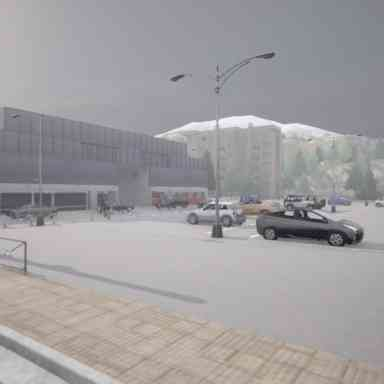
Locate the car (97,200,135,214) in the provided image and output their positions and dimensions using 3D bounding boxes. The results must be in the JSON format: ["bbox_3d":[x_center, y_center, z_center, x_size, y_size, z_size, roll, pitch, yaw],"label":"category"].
[{"bbox_3d":[-8.805,1.665,38.616,2.128,1.511,4.902,0,0,35],"label":"car"}]

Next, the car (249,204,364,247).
[{"bbox_3d":[5.143,1.489,14.850,4.514,1.523,2.007,0,0,35],"label":"car"}]

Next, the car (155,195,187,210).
[{"bbox_3d":[-2.776,1.395,47.067,2.150,2.045,5.566,0,0,36],"label":"car"}]

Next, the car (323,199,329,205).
[{"bbox_3d":[13.727,1.288,40.375,4.605,1.855,1.932,0,0,35],"label":"car"}]

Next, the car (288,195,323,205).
[{"bbox_3d":[12.380,1.267,37.767,3.866,1.878,1.905,0,0,35],"label":"car"}]

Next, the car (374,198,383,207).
[{"bbox_3d":[28.925,1.575,48.718,3.806,1.475,1.970,0,0,35],"label":"car"}]

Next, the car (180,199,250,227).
[{"bbox_3d":[1.518,1.423,21.918,3.806,1.475,1.970,0,0,35],"label":"car"}]

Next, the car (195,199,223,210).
[{"bbox_3d":[2.533,1.774,48.192,1.895,1.301,4.718,0,0,35],"label":"car"}]

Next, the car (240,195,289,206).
[{"bbox_3d":[4.971,1.344,27.337,5.027,1.636,2.152,0,0,35],"label":"car"}]

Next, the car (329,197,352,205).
[{"bbox_3d":[24.601,1.564,55.445,3.633,1.501,1.845,0,0,35],"label":"car"}]

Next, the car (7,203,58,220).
[{"bbox_3d":[-14.562,1.737,30.518,1.994,1.385,4.181,0,0,35],"label":"car"}]

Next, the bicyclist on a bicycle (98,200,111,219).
[{"bbox_3d":[-7.316,1.475,27.796,1.656,1.620,0.582,0,0,35],"label":"bicyclist on a bicycle"}]
